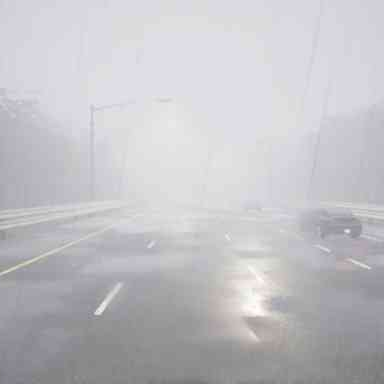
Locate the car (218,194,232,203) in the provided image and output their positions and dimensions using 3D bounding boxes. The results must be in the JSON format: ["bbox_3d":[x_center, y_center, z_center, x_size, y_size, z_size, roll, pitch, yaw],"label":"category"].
[{"bbox_3d":[7.199,1.427,70.208,2.097,1.767,4.553,0,0,0],"label":"car"}]

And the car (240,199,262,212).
[{"bbox_3d":[7.068,1.587,40.119,2.033,1.411,5.357,0,0,0],"label":"car"}]

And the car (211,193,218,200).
[{"bbox_3d":[7.304,1.450,94.181,2.097,1.767,4.553,0,0,0],"label":"car"}]

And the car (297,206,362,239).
[{"bbox_3d":[7.010,1.520,17.409,1.837,1.490,4.892,0,0,0],"label":"car"}]
